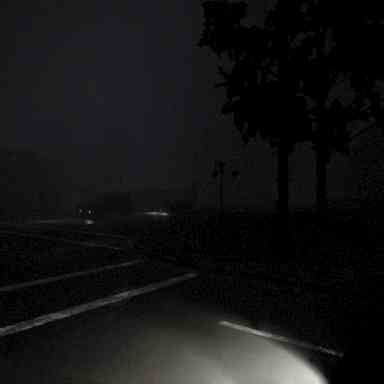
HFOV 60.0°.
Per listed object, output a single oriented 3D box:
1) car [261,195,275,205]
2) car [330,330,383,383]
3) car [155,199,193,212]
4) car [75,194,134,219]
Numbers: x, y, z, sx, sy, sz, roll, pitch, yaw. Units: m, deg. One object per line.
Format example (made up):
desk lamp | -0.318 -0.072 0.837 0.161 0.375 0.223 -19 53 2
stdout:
car | 13.891 1.347 60.734 2.097 1.767 4.553 0 0 7
car | 2.951 1.564 1.868 4.181 1.385 1.994 0 0 36
car | -1.928 1.547 38.569 2.033 1.411 5.357 0 0 34
car | -7.729 1.222 30.005 2.150 2.045 5.566 0 0 35
